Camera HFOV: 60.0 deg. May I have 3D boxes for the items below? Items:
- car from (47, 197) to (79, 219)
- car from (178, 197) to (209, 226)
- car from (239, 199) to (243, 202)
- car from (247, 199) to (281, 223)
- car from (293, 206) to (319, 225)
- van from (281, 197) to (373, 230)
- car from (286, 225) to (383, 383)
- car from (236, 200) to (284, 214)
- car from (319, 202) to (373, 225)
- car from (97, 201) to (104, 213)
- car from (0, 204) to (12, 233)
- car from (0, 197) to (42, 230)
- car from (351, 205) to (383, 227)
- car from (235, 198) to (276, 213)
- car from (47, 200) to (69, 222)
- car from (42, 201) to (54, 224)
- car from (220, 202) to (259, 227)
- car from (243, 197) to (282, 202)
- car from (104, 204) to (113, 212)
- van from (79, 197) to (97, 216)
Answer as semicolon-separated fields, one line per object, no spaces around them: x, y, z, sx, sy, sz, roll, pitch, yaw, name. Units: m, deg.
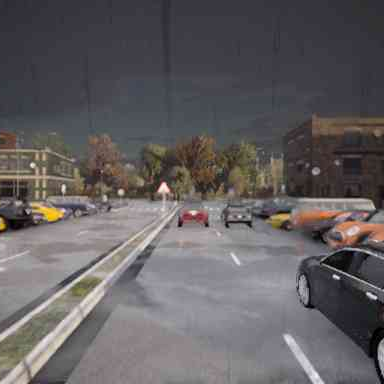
-12.559;1.528;28.408;4.553;1.767;2.185;0;0;0;car
0.096;1.493;24.540;2.097;1.767;4.553;0;0;0;car
7.631;1.718;34.830;4.674;1.452;2.002;0;0;0;car
7.641;1.653;29.311;4.892;1.521;2.231;0;0;0;car
7.643;1.561;15.525;5.008;1.535;2.097;0;0;0;car
7.520;1.353;18.284;4.442;1.987;1.878;0;0;0;van
3.099;1.528;5.072;1.837;1.490;4.892;0;0;0;car
7.639;1.689;37.586;5.008;1.535;2.097;0;0;0;car
7.669;1.419;12.768;4.553;1.767;2.185;0;0;0;car
-12.554;1.571;36.752;4.553;1.767;2.185;0;0;0;car
-12.720;1.570;17.290;5.366;1.575;1.946;0;0;0;car
-12.562;1.342;20.072;5.566;2.045;2.435;0;0;0;car
7.669;1.403;10.012;4.553;1.767;2.185;0;0;0;car
7.602;1.571;40.349;4.553;1.767;2.185;0;0;0;car
-12.524;1.632;25.503;5.008;1.535;2.097;0;0;0;car
-12.538;1.614;22.848;4.892;1.521;2.231;0;0;0;car
3.102;1.684;24.003;2.033;1.411;5.357;0;0;0;car
7.603;1.540;32.073;4.553;1.767;2.185;0;0;0;car
-12.490;1.735;42.187;4.792;1.488;2.163;0;0;0;car
-12.408;1.462;33.844;4.442;1.987;1.878;0;0;0;van
